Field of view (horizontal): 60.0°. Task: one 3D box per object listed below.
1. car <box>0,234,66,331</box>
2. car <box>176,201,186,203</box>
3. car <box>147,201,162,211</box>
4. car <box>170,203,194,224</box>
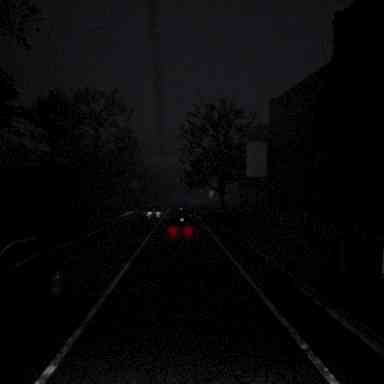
[{"bbox_3d":[-3.756,1.557,5.745,2.128,1.511,4.902,0,-1,-2],"label":"car"},{"bbox_3d":[-1.444,1.899,43.711,1.812,1.442,4.674,0,-1,-2],"label":"car"},{"bbox_3d":[-5.267,1.975,47.718,2.033,1.411,5.357,0,-1,-2],"label":"car"},{"bbox_3d":[-0.830,1.832,27.342,1.895,1.301,4.718,0,-1,-2],"label":"car"}]
